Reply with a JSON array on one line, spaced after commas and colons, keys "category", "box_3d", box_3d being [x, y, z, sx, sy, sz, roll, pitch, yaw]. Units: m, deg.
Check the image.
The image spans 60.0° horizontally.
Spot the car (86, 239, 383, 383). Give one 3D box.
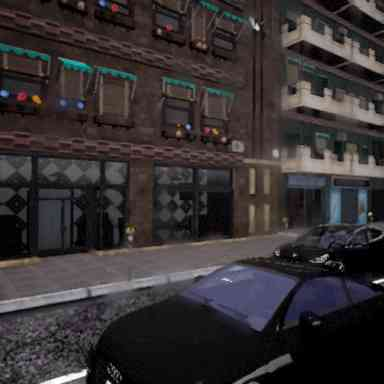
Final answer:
[{"category": "car", "box_3d": [0.928, 1.579, 4.041, 4.181, 1.385, 1.994, 0, 0, -36]}]

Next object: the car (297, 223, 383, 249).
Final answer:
[{"category": "car", "box_3d": [4.219, 1.610, 9.574, 4.313, 1.339, 1.947, 0, 0, -36]}]
